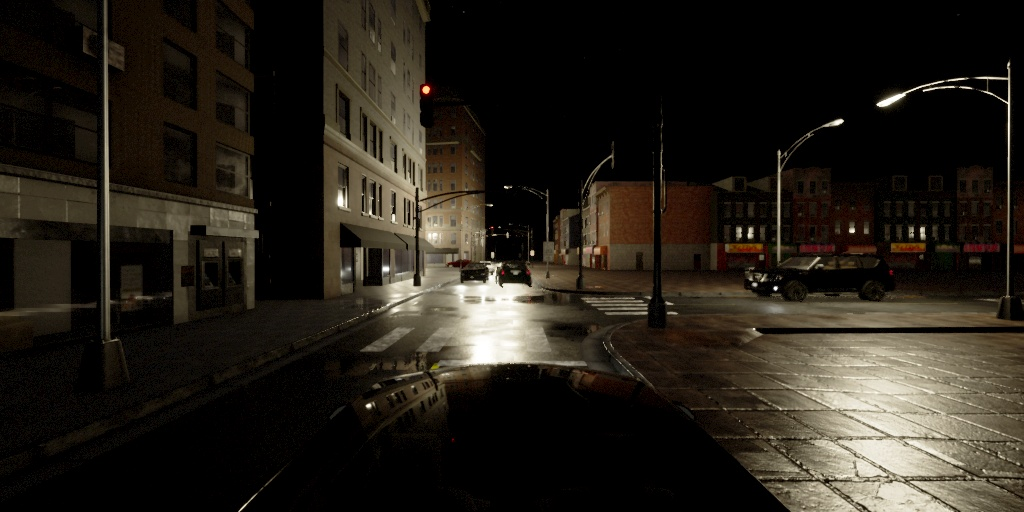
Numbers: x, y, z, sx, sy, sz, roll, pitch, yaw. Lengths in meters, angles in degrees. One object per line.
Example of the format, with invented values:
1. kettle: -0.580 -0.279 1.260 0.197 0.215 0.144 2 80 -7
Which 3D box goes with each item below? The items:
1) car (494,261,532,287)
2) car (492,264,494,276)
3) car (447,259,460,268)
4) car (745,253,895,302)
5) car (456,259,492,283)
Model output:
1. car: 0.068 1.104 24.423 2.097 1.767 4.553 0 0 -5
2. car: -2.852 1.282 38.077 1.812 1.442 4.674 0 0 0
3. car: -8.831 1.283 62.343 5.008 1.535 1.882 0 0 9
4. car: 13.611 0.912 16.017 5.566 2.045 2.150 0 0 0
5. car: -2.838 1.231 27.929 1.882 1.535 5.008 0 0 0
